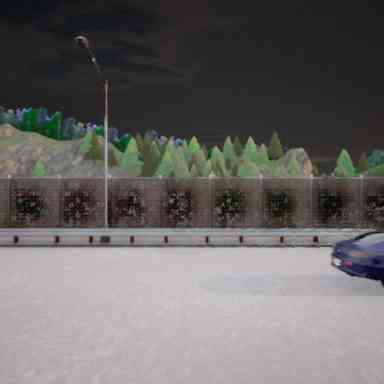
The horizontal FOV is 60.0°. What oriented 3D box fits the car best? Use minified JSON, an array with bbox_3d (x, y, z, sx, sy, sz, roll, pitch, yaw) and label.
[{"bbox_3d":[5.968,1.610,8.409,4.674,1.442,1.812,0,-1,0],"label":"car"}]
